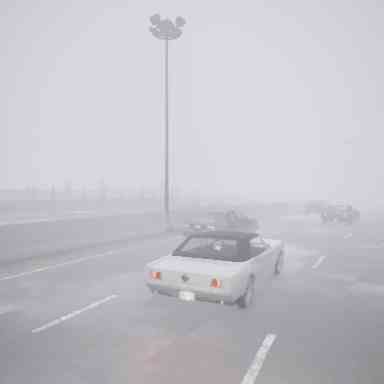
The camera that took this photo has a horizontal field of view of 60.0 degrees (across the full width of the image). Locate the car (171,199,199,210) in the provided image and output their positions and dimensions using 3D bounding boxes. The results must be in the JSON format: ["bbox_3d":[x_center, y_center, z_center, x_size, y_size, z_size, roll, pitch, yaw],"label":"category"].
[{"bbox_3d":[-0.484,1.548,38.848,1.812,1.442,4.674,0,0,35],"label":"car"}]

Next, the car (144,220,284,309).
[{"bbox_3d":[0.910,1.605,8.049,1.895,1.301,4.718,0,0,27],"label":"car"}]

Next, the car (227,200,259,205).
[{"bbox_3d":[5.932,1.580,35.821,1.994,1.385,4.181,0,0,35],"label":"car"}]

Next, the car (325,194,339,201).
[{"bbox_3d":[28.995,1.223,69.057,2.150,2.045,5.566,0,-3,35],"label":"car"}]

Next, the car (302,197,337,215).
[{"bbox_3d":[12.528,1.514,32.689,1.837,1.490,4.892,0,0,35],"label":"car"}]

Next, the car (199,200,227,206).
[{"bbox_3d":[3.047,1.583,37.801,1.994,1.385,4.181,0,0,35],"label":"car"}]

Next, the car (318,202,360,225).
[{"bbox_3d":[10.891,1.607,24.146,1.895,1.301,4.718,0,0,34],"label":"car"}]

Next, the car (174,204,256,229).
[{"bbox_3d":[1.574,1.555,16.437,2.033,1.411,5.357,0,0,32],"label":"car"}]
